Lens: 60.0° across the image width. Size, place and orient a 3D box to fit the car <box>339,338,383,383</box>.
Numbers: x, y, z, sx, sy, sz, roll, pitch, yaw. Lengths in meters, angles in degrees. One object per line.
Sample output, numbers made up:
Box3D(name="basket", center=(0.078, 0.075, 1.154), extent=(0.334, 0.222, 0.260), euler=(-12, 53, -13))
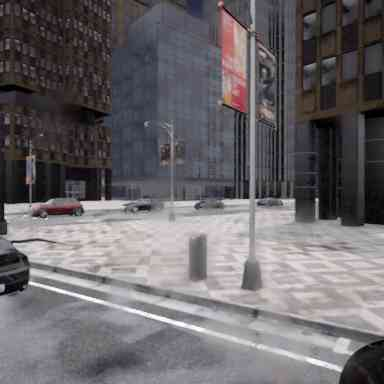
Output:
Box3D(name="car", center=(3.267, 1.474, 1.326), extent=(5.008, 1.535, 1.882), euler=(0, 0, 36))

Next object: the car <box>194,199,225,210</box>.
Box3D(name="car", center=(2.239, 1.552, 42.175), extent=(4.181, 1.385, 1.994), euler=(0, 0, -41))

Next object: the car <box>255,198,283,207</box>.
Box3D(name="car", center=(11.606, 1.546, 50.330), extent=(5.357, 1.411, 2.033), euler=(0, 0, -41))

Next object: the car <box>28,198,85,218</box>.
Box3D(name="car", center=(-12.068, 1.335, 29.635), extent=(4.553, 1.767, 2.097), euler=(0, 0, -41))

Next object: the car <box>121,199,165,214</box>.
Box3D(name="car", center=(-5.208, 1.476, 35.656), extent=(4.902, 1.511, 2.128), euler=(0, 0, -41))

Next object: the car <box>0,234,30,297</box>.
Box3D(name="car", center=(-5.575, 1.519, 7.421), extent=(4.892, 1.490, 1.837), euler=(0, 0, 34))
